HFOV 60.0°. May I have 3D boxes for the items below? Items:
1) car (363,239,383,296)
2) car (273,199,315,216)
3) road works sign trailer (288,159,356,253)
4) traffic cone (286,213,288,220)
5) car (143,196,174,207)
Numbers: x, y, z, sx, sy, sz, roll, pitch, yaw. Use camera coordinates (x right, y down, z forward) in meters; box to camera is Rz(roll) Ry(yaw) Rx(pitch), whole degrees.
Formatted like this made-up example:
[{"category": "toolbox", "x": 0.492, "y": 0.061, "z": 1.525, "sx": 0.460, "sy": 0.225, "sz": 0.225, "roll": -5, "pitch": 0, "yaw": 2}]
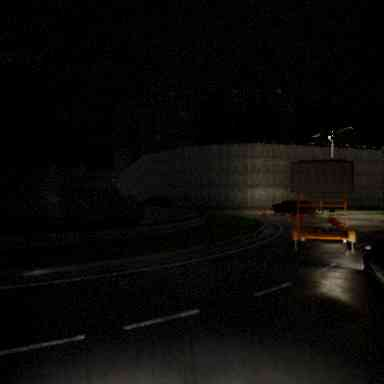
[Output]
[{"category": "car", "x": 4.743, "y": 1.549, "z": 6.665, "sx": 2.033, "sy": 1.411, "sz": 5.357, "roll": 0, "pitch": 0, "yaw": 20}, {"category": "car", "x": 9.638, "y": 1.437, "z": 31.959, "sx": 1.882, "sy": 1.535, "sz": 5.008, "roll": 1, "pitch": 0, "yaw": -18}, {"category": "road works sign trailer", "x": 5.366, "y": 0.451, "z": 13.841, "sx": 2.380, "sy": 3.560, "sz": 2.880, "roll": 0, "pitch": 0, "yaw": 17}, {"category": "traffic cone", "x": 7.706, "y": 1.920, "z": 26.721, "sx": 0.340, "sy": 0.580, "sz": 0.340, "roll": 0, "pitch": 0, "yaw": 17}, {"category": "car", "x": -4.799, "y": 1.344, "z": 46.996, "sx": 5.008, "sy": 1.535, "sz": 1.882, "roll": 0, "pitch": 0, "yaw": 35}]
